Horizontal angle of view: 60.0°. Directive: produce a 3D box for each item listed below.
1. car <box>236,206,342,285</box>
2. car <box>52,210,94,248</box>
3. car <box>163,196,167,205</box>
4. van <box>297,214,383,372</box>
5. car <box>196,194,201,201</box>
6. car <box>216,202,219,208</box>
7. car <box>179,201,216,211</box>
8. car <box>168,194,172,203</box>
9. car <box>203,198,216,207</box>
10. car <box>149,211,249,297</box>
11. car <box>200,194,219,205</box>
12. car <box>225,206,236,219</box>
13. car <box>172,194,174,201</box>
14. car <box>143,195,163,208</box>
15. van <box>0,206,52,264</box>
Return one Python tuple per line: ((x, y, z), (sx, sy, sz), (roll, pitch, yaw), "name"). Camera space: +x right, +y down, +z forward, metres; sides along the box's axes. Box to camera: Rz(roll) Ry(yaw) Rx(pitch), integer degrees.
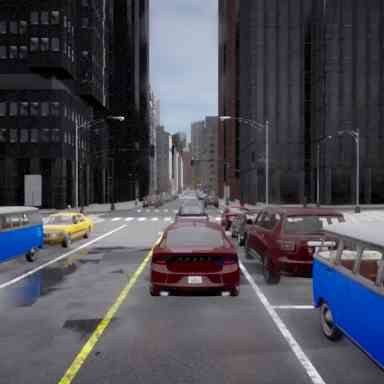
((2.758, 1.315, 9.456), (2.192, 1.841, 5.009), (0, 0, 0), "car")
((-5.772, 1.526, 14.820), (1.752, 1.417, 4.829), (0, 0, 0), "car")
((-5.786, 1.342, 53.198), (2.192, 1.841, 5.009), (0, 0, 0), "car")
((2.762, 1.341, 3.931), (1.690, 1.788, 3.998), (0, 0, 0), "van")
((2.728, 1.638, 87.054), (1.887, 1.381, 4.507), (0, 0, 0), "car")
((2.753, 1.547, 20.507), (1.887, 1.381, 4.507), (0, 0, 0), "car")
((-0.004, 1.494, 19.055), (2.128, 1.511, 4.902), (0, 0, 0), "car")
((-5.791, 1.619, 70.128), (1.947, 1.339, 4.313), (0, 0, 0), "car")
((2.740, 1.592, 53.192), (1.947, 1.339, 4.313), (0, 0, 0), "car")
((0.064, 1.478, 8.646), (1.882, 1.535, 5.008), (0, 0, 0), "car")
((2.741, 1.336, 47.548), (2.192, 1.841, 5.009), (0, 0, 0), "car")
((2.756, 1.552, 14.982), (2.008, 1.369, 4.403), (0, 0, 0), "car")
((-5.793, 1.590, 75.600), (1.752, 1.417, 4.829), (0, 0, 0), "car")
((-5.783, 1.336, 47.555), (2.192, 1.841, 5.009), (0, 0, 0), "car")
((-5.771, 1.341, 9.466), (1.690, 1.788, 3.998), (0, 0, 0), "van")
